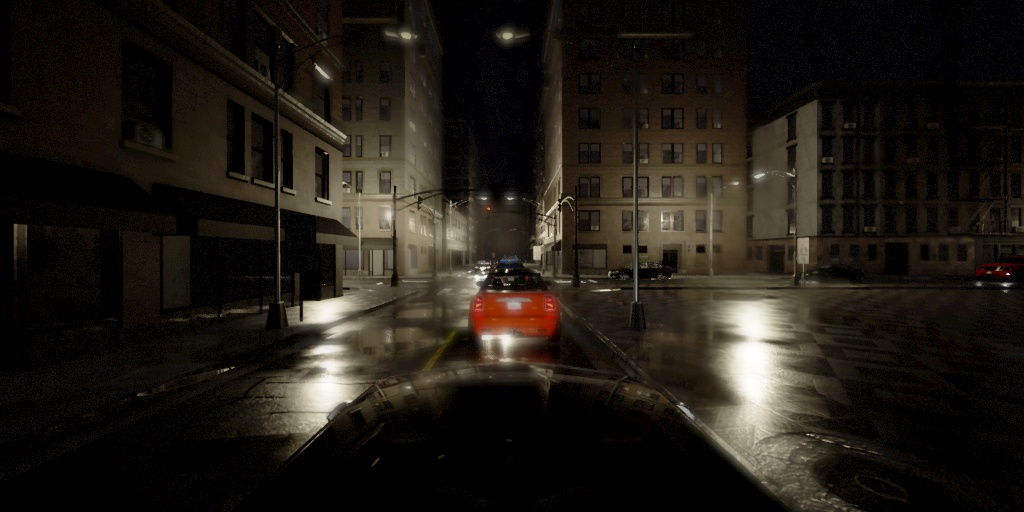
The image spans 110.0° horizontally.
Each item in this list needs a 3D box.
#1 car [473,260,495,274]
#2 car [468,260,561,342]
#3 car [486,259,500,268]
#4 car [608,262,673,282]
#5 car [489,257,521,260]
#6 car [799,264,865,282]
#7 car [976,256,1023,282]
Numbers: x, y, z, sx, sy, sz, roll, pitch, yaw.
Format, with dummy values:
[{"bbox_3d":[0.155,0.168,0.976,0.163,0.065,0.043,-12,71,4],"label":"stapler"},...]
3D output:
[{"bbox_3d":[-3.174,1.239,41.222,2.128,1.511,4.902,0,0,0],"label":"car"},{"bbox_3d":[0.058,1.102,9.904,2.097,1.767,4.553,0,0,0],"label":"car"},{"bbox_3d":[-3.199,1.295,61.741,2.033,1.411,5.357,0,0,0],"label":"car"},{"bbox_3d":[10.188,1.243,28.541,4.902,1.511,2.128,0,0,-1],"label":"car"},{"bbox_3d":[-0.161,1.101,18.824,2.097,1.767,4.553,0,0,-3],"label":"car"},{"bbox_3d":[25.517,1.320,28.678,4.181,1.385,1.994,0,0,-1],"label":"car"},{"bbox_3d":[40.977,0.978,28.789,5.566,2.045,2.150,0,0,-1],"label":"car"}]
